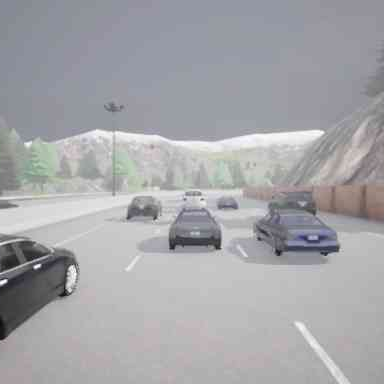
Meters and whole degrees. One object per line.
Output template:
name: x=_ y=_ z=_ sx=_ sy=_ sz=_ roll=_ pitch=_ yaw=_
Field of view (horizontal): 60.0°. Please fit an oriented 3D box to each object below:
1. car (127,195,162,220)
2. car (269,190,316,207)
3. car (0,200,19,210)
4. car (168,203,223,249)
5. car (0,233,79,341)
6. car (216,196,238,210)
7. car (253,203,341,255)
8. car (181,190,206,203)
car: x=-3.373 y=1.013 z=24.403 sx=2.097 sy=1.767 sz=4.553 roll=0 pitch=1 yaw=0
car: x=7.127 y=0.893 z=24.101 sx=2.150 sy=2.045 sz=5.566 roll=0 pitch=1 yaw=0
car: x=-14.003 y=1.221 z=23.066 sx=2.033 sy=1.411 sz=5.357 roll=0 pitch=1 yaw=1
car: x=0.113 y=1.376 z=13.521 sx=1.994 sy=1.385 sz=4.181 roll=0 pitch=1 yaw=0
car: x=-3.395 y=1.427 z=5.391 sx=1.837 sy=1.490 sz=4.892 roll=0 pitch=1 yaw=0
car: x=3.639 y=1.082 z=35.162 sx=1.994 sy=1.385 sz=4.181 roll=0 pitch=1 yaw=0
car: x=3.613 y=1.377 z=12.432 sx=2.033 sy=1.411 sz=5.357 roll=0 pitch=1 yaw=0
car: x=0.137 y=0.781 z=31.980 sx=2.150 sy=2.045 sz=5.566 roll=0 pitch=1 yaw=0
